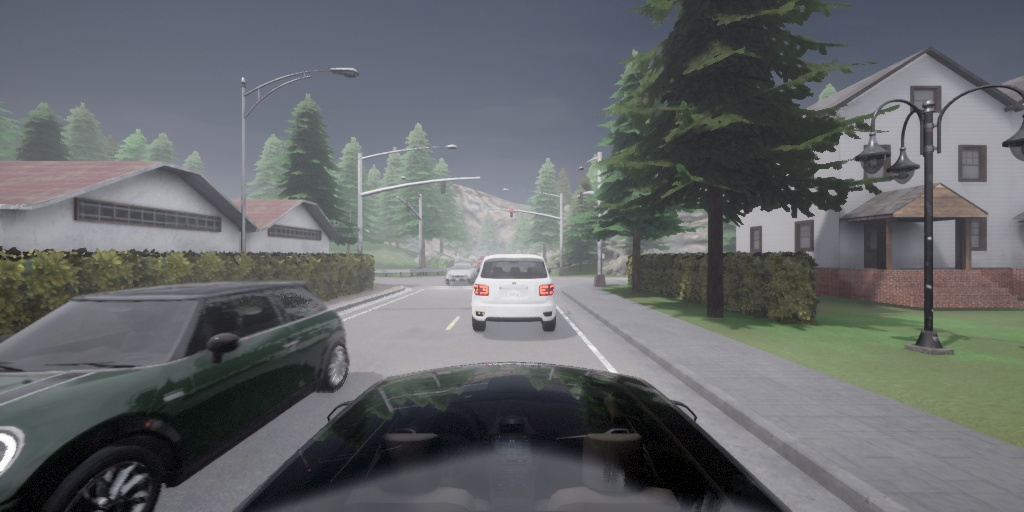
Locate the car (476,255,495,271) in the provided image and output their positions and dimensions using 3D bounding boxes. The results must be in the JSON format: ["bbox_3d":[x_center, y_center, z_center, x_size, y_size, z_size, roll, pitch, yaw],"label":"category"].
[{"bbox_3d":[-3.607,0.975,49.956,2.150,2.045,5.566,0,0,0],"label":"car"}]

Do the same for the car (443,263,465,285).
[{"bbox_3d":[-3.599,1.272,26.007,1.812,1.442,4.674,0,0,0],"label":"car"}]

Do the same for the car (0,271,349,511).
[{"bbox_3d":[-3.601,1.103,3.697,2.097,1.767,4.553,0,0,0],"label":"car"}]

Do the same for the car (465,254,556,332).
[{"bbox_3d":[0.064,0.971,11.048,2.150,2.045,5.566,0,0,0],"label":"car"}]
